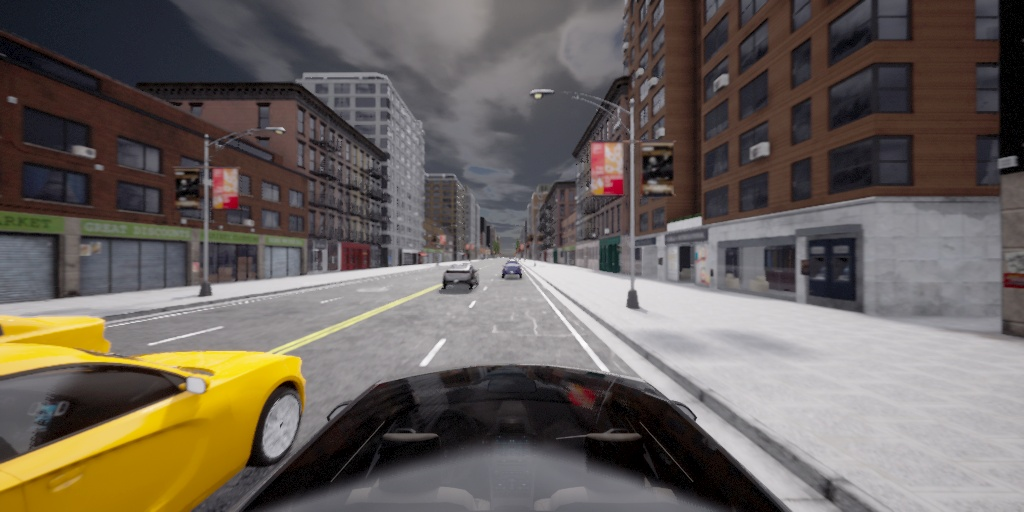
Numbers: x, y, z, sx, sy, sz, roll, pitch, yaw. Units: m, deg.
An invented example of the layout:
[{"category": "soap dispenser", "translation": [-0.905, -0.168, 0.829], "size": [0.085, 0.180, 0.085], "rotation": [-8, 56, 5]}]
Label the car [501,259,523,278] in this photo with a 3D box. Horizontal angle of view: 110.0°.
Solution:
[{"category": "car", "translation": [0.010, 1.260, 33.939], "size": [1.812, 1.442, 4.674], "rotation": [0, 0, 0]}]

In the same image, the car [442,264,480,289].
[{"category": "car", "translation": [-3.154, 1.226, 22.647], "size": [2.128, 1.511, 4.902], "rotation": [0, 0, 0]}]

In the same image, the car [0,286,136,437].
[{"category": "car", "translation": [-6.578, 1.226, 2.868], "size": [1.882, 1.535, 5.008], "rotation": [0, 0, 0]}]

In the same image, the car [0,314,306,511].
[{"category": "car", "translation": [-3.147, 1.227, 1.862], "size": [1.882, 1.535, 5.008], "rotation": [0, 0, 0]}]
